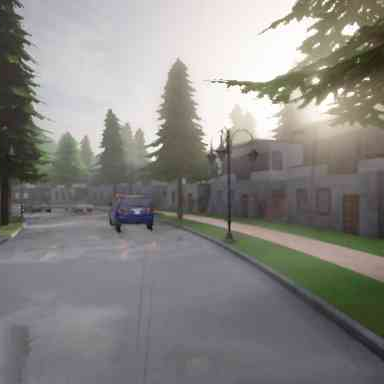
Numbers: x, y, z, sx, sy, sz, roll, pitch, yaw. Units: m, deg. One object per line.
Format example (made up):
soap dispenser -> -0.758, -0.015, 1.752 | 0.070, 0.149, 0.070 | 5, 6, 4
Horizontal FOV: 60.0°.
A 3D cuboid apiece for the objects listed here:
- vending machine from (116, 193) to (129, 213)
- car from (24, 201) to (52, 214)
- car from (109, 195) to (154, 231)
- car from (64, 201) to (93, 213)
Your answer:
vending machine -> -7.714, 1.188, 36.931 | 1.100, 2.100, 0.880 | 0, 0, -34
car -> -16.825, 1.650, 36.345 | 1.895, 1.301, 4.718 | 0, 0, -39
car -> -3.878, 1.214, 20.749 | 2.150, 2.045, 5.566 | 0, 0, -19
car -> -12.607, 1.624, 36.799 | 1.895, 1.301, 4.718 | 0, 0, -36
